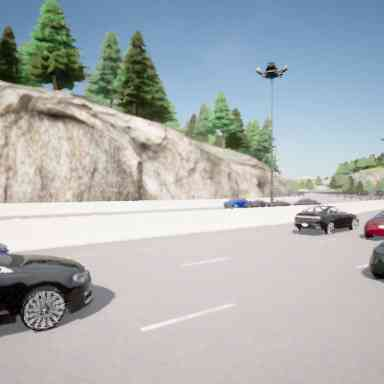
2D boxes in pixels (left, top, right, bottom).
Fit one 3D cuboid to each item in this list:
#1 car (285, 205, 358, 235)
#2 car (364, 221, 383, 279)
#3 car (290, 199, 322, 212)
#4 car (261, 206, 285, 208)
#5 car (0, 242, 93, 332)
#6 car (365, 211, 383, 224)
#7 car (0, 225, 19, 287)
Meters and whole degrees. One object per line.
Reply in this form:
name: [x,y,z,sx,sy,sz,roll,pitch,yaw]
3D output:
car: [7.787,1.520,19.112,4.902,1.511,2.128,0,0,-41]
car: [6.555,1.575,8.960,4.181,1.385,1.994,0,0,-39]
car: [13.666,1.567,39.680,1.837,1.490,4.892,0,0,43]
car: [10.839,1.631,41.786,1.994,1.385,4.181,0,0,43]
car: [-4.095,1.505,5.231,4.902,1.511,2.128,0,0,-36]
car: [10.389,1.586,16.746,4.181,1.385,1.994,0,0,-41]
car: [-6.742,1.621,7.603,4.718,1.301,1.895,0,0,-35]
